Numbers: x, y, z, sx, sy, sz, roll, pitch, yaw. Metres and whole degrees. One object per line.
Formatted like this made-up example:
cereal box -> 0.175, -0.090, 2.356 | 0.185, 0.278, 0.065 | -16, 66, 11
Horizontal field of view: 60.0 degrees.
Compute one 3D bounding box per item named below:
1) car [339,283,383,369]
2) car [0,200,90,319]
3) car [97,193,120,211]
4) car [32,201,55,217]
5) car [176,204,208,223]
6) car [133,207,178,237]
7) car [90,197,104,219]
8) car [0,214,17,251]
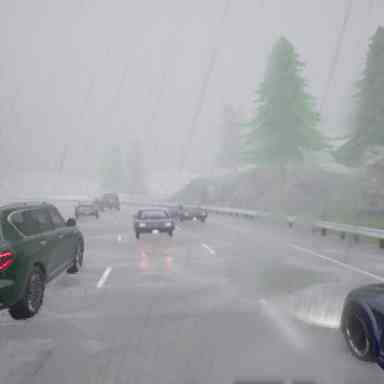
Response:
car -> 3.227, 1.540, 3.227 | 1.994, 1.385, 4.181 | 0, 0, -3
car -> -4.013, 1.218, 7.385 | 2.150, 2.045, 5.566 | 0, 0, -6
car -> -10.145, 1.153, 39.343 | 2.150, 2.045, 5.566 | 0, 0, -27
car -> -14.150, 1.572, 31.699 | 1.895, 1.301, 4.718 | 0, 0, -24
car -> -0.433, 1.532, 24.801 | 1.895, 1.301, 4.718 | 0, 0, -16
car -> -2.169, 1.559, 17.748 | 1.895, 1.301, 4.718 | 0, 0, -12
car -> -9.019, 1.450, 28.271 | 2.128, 1.511, 4.902 | 0, 0, -20
car -> -8.094, 1.602, 11.777 | 1.895, 1.301, 4.718 | 0, 0, -9
